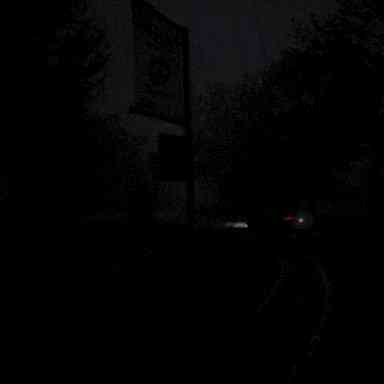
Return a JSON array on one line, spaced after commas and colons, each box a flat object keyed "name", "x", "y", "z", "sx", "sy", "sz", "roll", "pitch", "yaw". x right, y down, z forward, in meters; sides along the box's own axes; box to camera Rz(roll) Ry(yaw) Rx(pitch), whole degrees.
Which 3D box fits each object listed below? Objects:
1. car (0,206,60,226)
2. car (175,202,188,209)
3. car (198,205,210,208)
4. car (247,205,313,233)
[{"name": "car", "x": -13.949, "y": 1.955, "z": 28.368, "sx": 5.008, "sy": 1.535, "sz": 1.882, "roll": -2, "pitch": -1, "yaw": -14}, {"name": "car", "x": -2.155, "y": 3.180, "z": 73.958, "sx": 2.150, "sy": 2.045, "sz": 5.566, "roll": -2, "pitch": -5, "yaw": 10}, {"name": "car", "x": 2.697, "y": 3.987, "z": 81.065, "sx": 2.033, "sy": 1.411, "sz": 5.357, "roll": -2, "pitch": -5, "yaw": 10}, {"name": "car", "x": 4.939, "y": 1.480, "z": 19.319, "sx": 1.994, "sy": 1.385, "sz": 4.181, "roll": -2, "pitch": 0, "yaw": -24}]
